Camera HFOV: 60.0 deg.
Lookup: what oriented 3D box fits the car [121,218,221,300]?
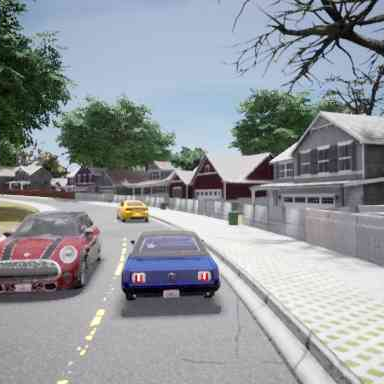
[{"bbox_3d":[-0.607,1.594,8.368,1.895,1.301,4.718,0,0,-6],"label":"car"}]

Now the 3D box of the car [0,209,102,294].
[{"bbox_3d":[-3.717,1.340,8.940,2.097,1.767,4.553,0,0,-8],"label":"car"}]

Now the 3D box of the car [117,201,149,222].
[{"bbox_3d":[-4.615,1.390,25.552,1.882,1.535,5.008,0,0,-19],"label":"car"}]
